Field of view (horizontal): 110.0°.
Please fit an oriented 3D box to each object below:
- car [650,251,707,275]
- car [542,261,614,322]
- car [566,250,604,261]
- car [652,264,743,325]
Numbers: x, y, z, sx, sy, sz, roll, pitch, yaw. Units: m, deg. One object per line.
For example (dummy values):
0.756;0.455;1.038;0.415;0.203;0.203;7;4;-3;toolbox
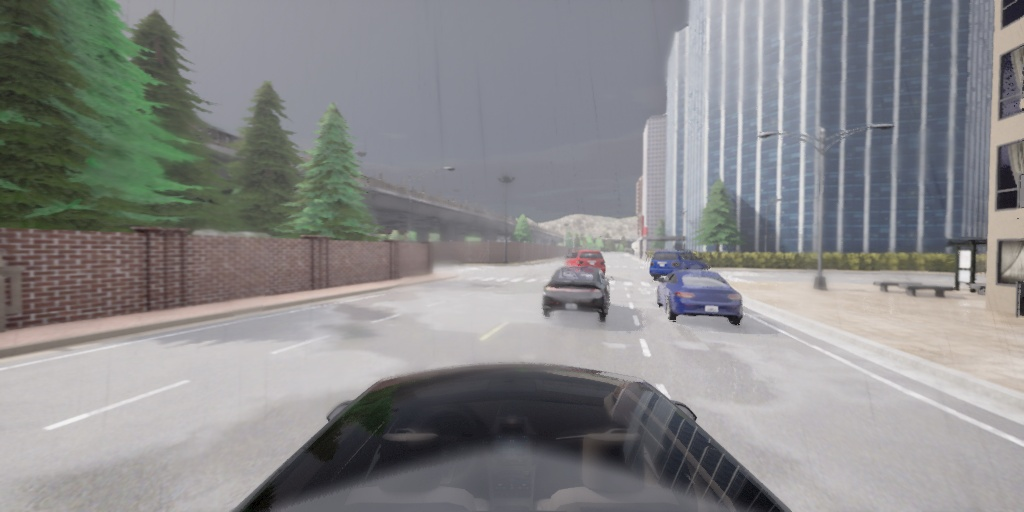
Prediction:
11.824;0.678;25.218;5.566;2.045;2.150;-1;0;-42;car
2.235;1.092;11.778;2.128;1.511;4.902;1;1;16;car
5.498;0.590;27.503;2.150;2.045;5.566;1;1;-1;car
5.762;1.160;11.402;1.812;1.442;4.674;1;1;16;car
